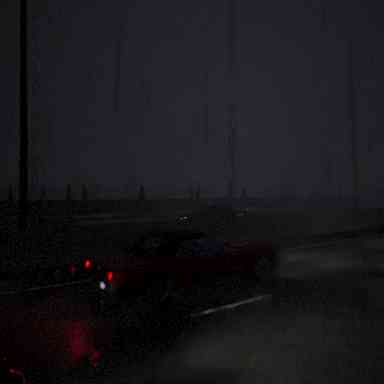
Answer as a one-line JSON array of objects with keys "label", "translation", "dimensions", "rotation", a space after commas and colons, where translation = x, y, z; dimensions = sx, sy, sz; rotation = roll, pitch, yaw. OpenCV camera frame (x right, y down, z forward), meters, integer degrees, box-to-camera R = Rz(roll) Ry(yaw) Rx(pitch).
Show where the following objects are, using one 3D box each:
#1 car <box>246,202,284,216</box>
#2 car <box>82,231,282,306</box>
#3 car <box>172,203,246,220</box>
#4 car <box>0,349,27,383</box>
[{"label": "car", "translation": [6.019, 1.592, 29.770], "dimensions": [4.718, 1.301, 1.895], "rotation": [0, 0, -35]}, {"label": "car", "translation": [-0.019, 1.599, 8.030], "dimensions": [4.718, 1.301, 1.895], "rotation": [0, 0, -35]}, {"label": "car", "translation": [0.979, 1.499, 21.882], "dimensions": [4.892, 1.490, 1.837], "rotation": [0, 0, -35]}, {"label": "car", "translation": [-3.354, 1.492, 1.354], "dimensions": [4.902, 1.511, 2.128], "rotation": [0, 0, -35]}]
